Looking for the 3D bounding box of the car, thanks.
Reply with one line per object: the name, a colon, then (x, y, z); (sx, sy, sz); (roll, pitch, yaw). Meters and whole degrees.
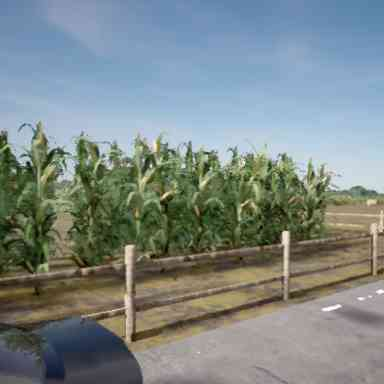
car: (-2.566, 1.463, 1.244); (5.008, 1.535, 1.882); (1, 0, -35)
